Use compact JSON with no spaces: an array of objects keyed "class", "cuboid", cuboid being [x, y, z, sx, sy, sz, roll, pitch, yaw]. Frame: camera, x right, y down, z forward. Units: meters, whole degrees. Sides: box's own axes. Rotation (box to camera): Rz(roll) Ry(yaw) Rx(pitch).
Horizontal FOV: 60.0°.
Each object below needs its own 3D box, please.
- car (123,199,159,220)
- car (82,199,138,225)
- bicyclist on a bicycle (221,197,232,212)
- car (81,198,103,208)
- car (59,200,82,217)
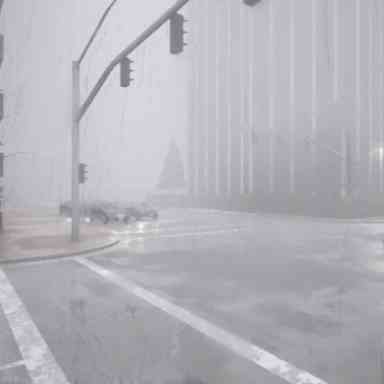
[{"class":"car","cuboid":[-4.625,1.604,28.827,1.812,1.442,4.674,0,0,-35]},{"class":"car","cuboid":[-6.288,1.555,25.044,2.128,1.511,4.902,0,0,-35]},{"class":"bicyclist on a bicycle","cuboid":[3.889,1.419,37.546,1.656,1.620,0.582,0,0,-35]},{"class":"car","cuboid":[-15.169,1.689,50.490,1.994,1.385,4.181,0,0,-35]},{"class":"car","cuboid":[-11.681,1.556,32.859,1.882,1.535,5.008,0,0,-35]}]
